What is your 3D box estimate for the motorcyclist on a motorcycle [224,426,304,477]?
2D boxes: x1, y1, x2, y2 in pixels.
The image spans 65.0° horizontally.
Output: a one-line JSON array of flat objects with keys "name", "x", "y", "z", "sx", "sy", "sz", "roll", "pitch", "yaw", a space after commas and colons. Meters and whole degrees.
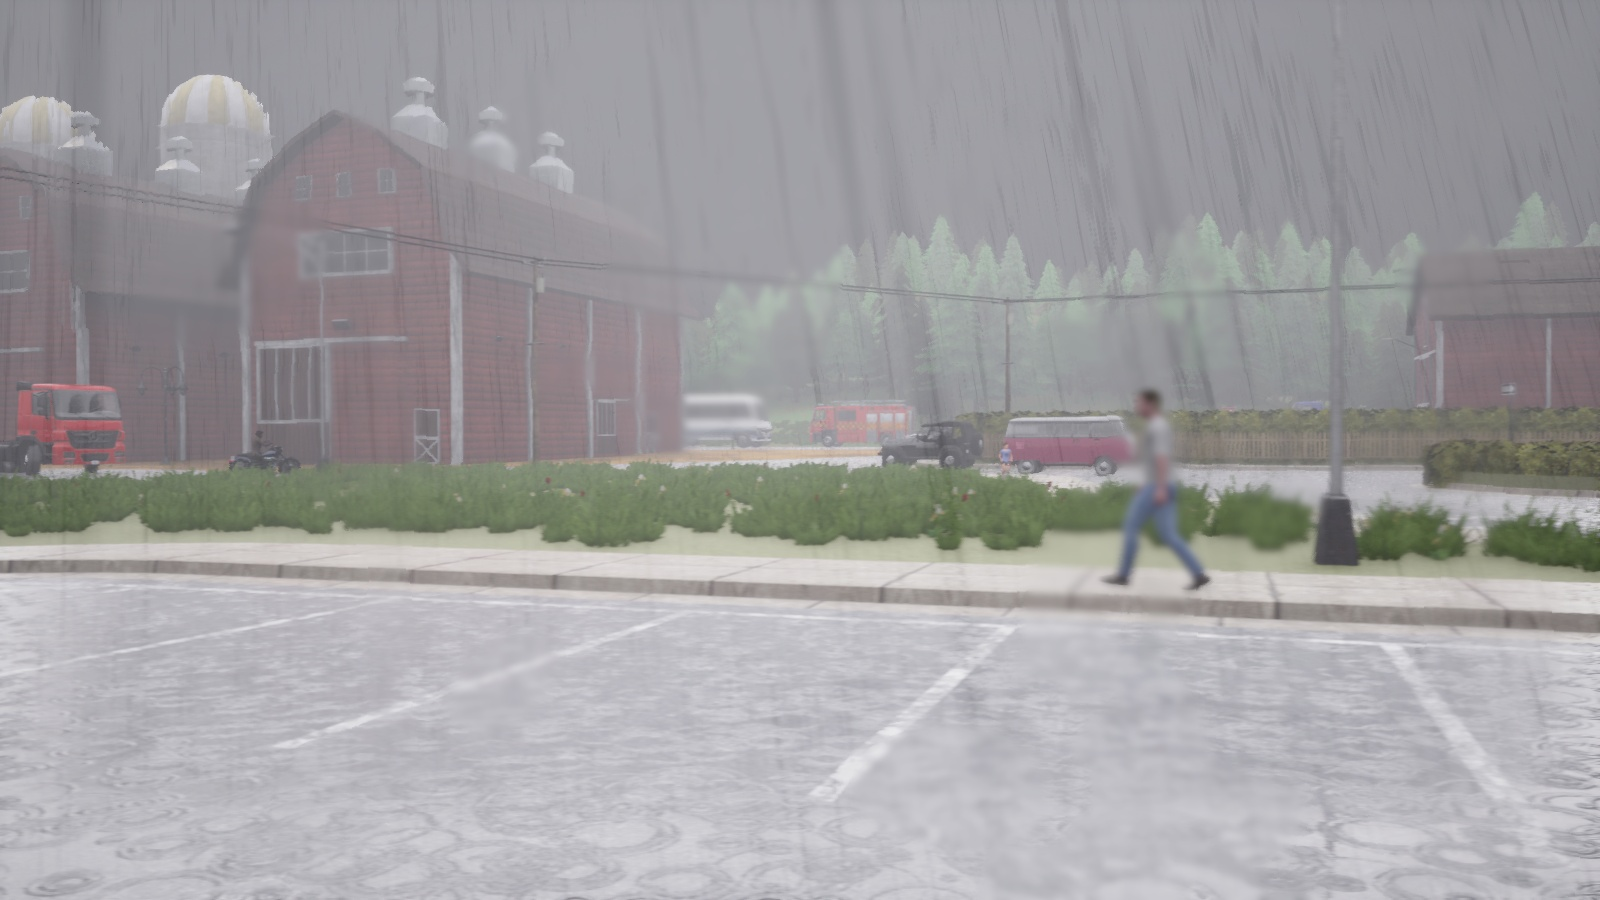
[{"name": "motorcyclist on a motorcycle", "x": -17.794, "y": 0.021, "z": 41.751, "sx": 0.766, "sy": 1.649, "sz": 2.350, "roll": 1, "pitch": 1, "yaw": 43}]

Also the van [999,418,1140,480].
[{"name": "van", "x": 9.093, "y": -0.065, "z": 42.388, "sx": 4.442, "sy": 1.987, "sz": 1.775, "roll": 1, "pitch": 1, "yaw": 20}]

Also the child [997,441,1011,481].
[{"name": "child", "x": 5.745, "y": 0.317, "z": 35.360, "sx": 0.255, "sy": 1.110, "sz": 0.394, "roll": 0, "pitch": 1, "yaw": -11}]

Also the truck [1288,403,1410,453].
[{"name": "truck", "x": 39.712, "y": -1.605, "z": 91.113, "sx": 7.936, "sy": 3.462, "sz": 2.891, "roll": 1, "pitch": 1, "yaw": 20}]

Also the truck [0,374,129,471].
[{"name": "truck", "x": -29.618, "y": -1.028, "z": 47.673, "sx": 7.936, "sy": 3.462, "sz": 2.891, "roll": 0, "pitch": 1, "yaw": 22}]

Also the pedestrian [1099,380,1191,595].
[{"name": "pedestrian", "x": 3.045, "y": 0.316, "z": 11.077, "sx": 0.706, "sy": 1.836, "sz": 0.354, "roll": 1, "pitch": 1, "yaw": 28}]

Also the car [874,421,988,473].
[{"name": "car", "x": 4.981, "y": -0.126, "z": 47.733, "sx": 3.866, "sy": 1.878, "sz": 1.905, "roll": 0, "pitch": 1, "yaw": 25}]
